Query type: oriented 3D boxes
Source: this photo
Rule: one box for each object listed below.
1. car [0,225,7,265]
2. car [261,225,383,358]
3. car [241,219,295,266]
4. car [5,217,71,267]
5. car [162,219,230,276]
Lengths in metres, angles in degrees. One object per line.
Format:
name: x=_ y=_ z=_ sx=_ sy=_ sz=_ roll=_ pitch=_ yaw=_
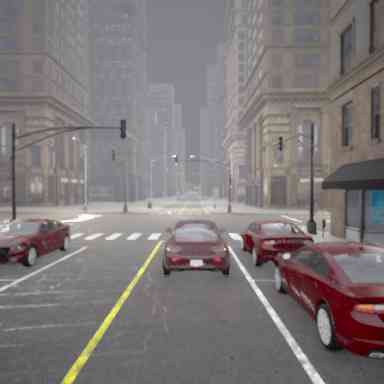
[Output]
car: x=-5.758 y=1.588 z=6.188 sx=2.008 sy=1.369 sz=4.403 roll=-1 pitch=0 yaw=0
car: x=2.767 y=1.582 z=6.161 sx=1.887 sy=1.381 sz=4.507 roll=-1 pitch=0 yaw=0
car: x=2.785 y=1.615 z=11.666 sx=1.887 sy=1.381 sz=4.507 roll=-1 pitch=0 yaw=0
car: x=-5.740 y=1.615 z=11.694 sx=1.887 sy=1.381 sz=4.507 roll=-1 pitch=0 yaw=0
car: x=0.120 y=1.589 z=10.460 sx=1.812 sy=1.442 sz=4.674 roll=0 pitch=0 yaw=0
